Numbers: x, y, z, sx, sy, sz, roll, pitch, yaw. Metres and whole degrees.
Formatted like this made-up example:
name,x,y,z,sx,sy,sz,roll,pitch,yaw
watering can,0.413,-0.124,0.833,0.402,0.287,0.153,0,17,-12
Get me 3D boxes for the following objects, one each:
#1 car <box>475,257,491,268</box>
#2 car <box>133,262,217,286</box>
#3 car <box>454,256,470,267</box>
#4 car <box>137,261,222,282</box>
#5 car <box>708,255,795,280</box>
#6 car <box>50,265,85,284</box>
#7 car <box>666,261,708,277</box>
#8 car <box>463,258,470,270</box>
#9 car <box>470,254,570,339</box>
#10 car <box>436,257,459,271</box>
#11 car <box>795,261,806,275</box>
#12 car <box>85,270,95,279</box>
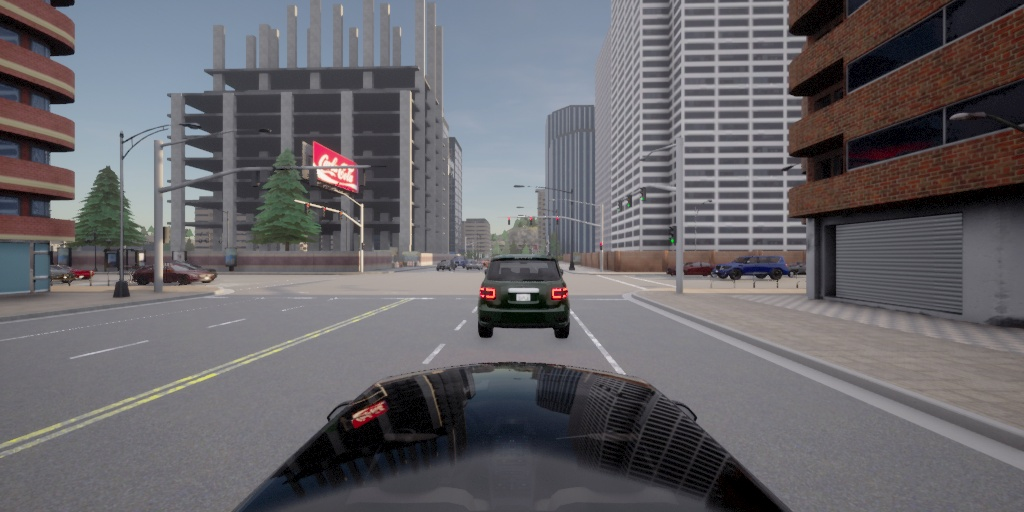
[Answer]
name,x,y,z,sx,sy,sz,roll,pitch,yaw
car,-4.871,1.095,61.260,2.097,1.767,4.553,0,0,2
car,-23.267,1.273,24.689,4.674,1.442,1.812,0,0,2
car,-8.497,0.964,58.372,2.150,2.045,5.566,0,0,1
car,-26.123,1.224,28.285,5.008,1.535,1.882,0,0,2
car,20.226,0.968,30.477,5.566,2.045,2.150,0,0,2
car,-33.474,1.253,25.023,4.892,1.490,1.837,0,0,2
car,17.310,1.223,34.071,5.008,1.535,1.882,0,0,2
car,-5.276,1.345,51.160,1.895,1.301,4.718,0,0,2
car,0.338,0.970,10.283,2.150,2.045,5.566,0,0,2
car,-8.880,1.249,48.524,1.837,1.490,4.892,0,0,2
car,27.240,1.237,33.737,4.902,1.511,2.128,0,0,2
car,-36.496,1.348,28.624,4.718,1.301,1.895,0,0,2
